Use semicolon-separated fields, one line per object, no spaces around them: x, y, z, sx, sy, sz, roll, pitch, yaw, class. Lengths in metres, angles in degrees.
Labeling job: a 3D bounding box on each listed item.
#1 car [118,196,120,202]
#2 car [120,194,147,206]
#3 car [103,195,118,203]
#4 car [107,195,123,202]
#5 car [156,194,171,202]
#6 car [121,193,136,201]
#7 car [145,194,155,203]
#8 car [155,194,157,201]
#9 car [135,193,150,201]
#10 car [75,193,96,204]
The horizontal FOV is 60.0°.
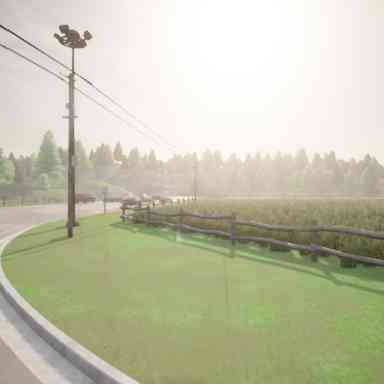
-13.215;1.493;69.131;1.812;1.442;4.674;0;0;9;car
-8.895;1.494;50.945;1.837;1.490;4.892;0;0;9;car
-16.751;1.517;69.172;2.033;1.411;5.357;0;0;9;car
-18.520;1.524;80.419;2.033;1.411;5.357;0;0;9;car
-5.608;1.509;72.412;2.128;1.511;4.902;0;0;9;car
-15.132;1.172;79.435;2.097;1.767;4.553;0;0;9;car
-9.767;1.588;68.522;1.895;1.301;4.718;0;0;9;car
-8.213;1.318;78.374;1.837;1.490;4.892;0;0;9;car
-11.675;1.173;78.889;2.097;1.767;4.553;0;0;9;car
-20.835;1.209;65.111;2.150;2.045;5.566;0;0;9;car
